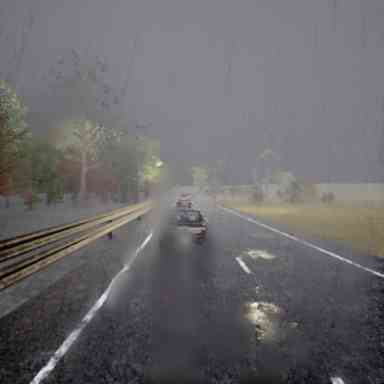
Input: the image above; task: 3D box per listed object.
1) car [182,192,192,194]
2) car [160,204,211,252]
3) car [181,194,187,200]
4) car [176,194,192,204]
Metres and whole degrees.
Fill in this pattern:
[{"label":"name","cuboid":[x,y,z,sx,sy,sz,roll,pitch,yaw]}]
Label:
[{"label":"car","cuboid":[-1.535,1.254,64.542,2.097,1.767,4.553,0,0,-1]},{"label":"car","cuboid":[-0.273,1.473,13.689,2.128,1.511,4.902,0,0,-1]},{"label":"car","cuboid":[-2.282,1.310,94.690,1.882,1.535,5.008,0,0,-1]},{"label":"car","cuboid":[-1.016,1.433,43.664,2.128,1.511,4.902,0,0,-1]}]
